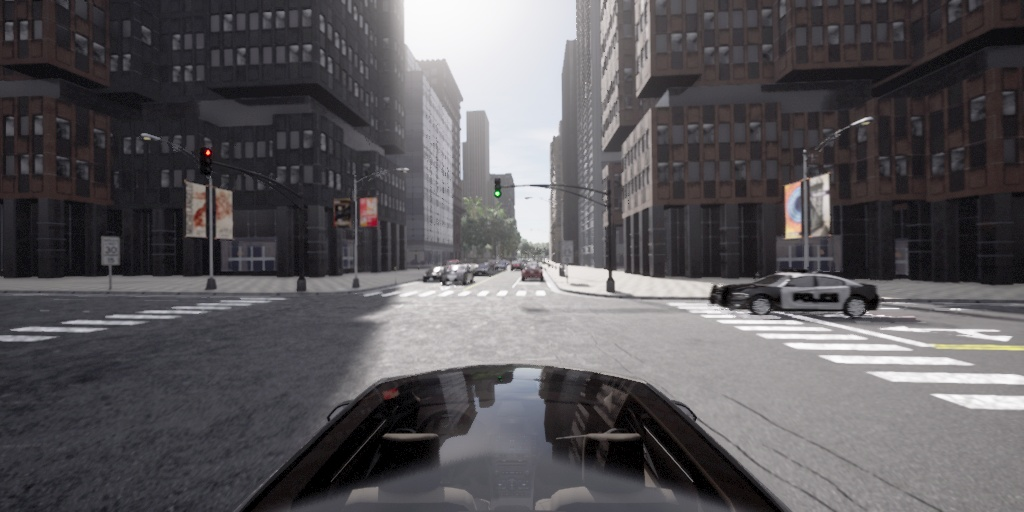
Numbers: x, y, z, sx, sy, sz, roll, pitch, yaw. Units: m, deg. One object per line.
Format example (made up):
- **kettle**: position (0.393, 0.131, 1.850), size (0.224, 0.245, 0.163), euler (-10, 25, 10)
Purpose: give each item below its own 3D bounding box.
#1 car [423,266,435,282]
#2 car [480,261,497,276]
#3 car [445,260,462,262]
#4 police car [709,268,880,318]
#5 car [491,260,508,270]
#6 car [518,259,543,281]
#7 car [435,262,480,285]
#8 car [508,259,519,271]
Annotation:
- **car**: position (-6.680, 1.591, 32.483), size (1.948, 1.339, 4.313), euler (0, 0, 4)
- **car**: position (-3.357, 1.616, 42.294), size (2.033, 1.411, 5.357), euler (-1, 0, 4)
- **car**: position (-6.322, 1.381, 37.897), size (2.192, 1.841, 5.009), euler (0, 0, 4)
- **police car**: position (10.113, 1.275, 13.095), size (5.238, 1.638, 1.930), euler (0, 0, 4)
- **car**: position (-1.926, 1.782, 62.593), size (2.033, 1.411, 5.357), euler (-1, -1, 4)
- **car**: position (1.826, 1.361, 31.918), size (1.967, 1.591, 4.097), euler (0, 0, 4)
- **car**: position (-4.260, 1.457, 28.729), size (2.128, 1.511, 4.902), euler (-1, 0, 4)
- **car**: position (0.791, 1.662, 58.227), size (1.837, 1.490, 4.892), euler (-1, -1, 4)
